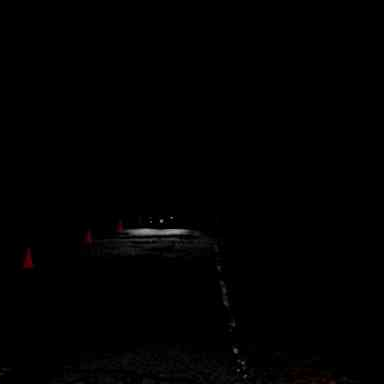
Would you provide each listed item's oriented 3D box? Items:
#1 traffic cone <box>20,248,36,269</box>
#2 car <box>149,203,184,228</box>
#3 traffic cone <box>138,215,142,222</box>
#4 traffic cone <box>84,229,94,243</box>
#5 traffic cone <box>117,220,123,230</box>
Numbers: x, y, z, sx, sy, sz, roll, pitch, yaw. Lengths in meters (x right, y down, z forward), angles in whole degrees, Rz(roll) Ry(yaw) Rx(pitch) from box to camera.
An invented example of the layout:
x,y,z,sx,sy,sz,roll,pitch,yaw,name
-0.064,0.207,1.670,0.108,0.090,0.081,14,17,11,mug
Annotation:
x,y,z,sx,sy,sz,roll,pitch,yaw,name
-4.896,1.966,9.948,0.340,0.580,0.340,0,0,2,traffic cone
-1.672,1.536,22.751,1.837,1.490,4.892,0,0,5,car
-3.918,1.987,25.056,0.340,0.580,0.340,0,0,5,traffic cone
-4.657,1.973,14.990,0.340,0.580,0.340,0,0,3,traffic cone
-4.331,1.980,20.026,0.340,0.580,0.340,0,0,4,traffic cone
